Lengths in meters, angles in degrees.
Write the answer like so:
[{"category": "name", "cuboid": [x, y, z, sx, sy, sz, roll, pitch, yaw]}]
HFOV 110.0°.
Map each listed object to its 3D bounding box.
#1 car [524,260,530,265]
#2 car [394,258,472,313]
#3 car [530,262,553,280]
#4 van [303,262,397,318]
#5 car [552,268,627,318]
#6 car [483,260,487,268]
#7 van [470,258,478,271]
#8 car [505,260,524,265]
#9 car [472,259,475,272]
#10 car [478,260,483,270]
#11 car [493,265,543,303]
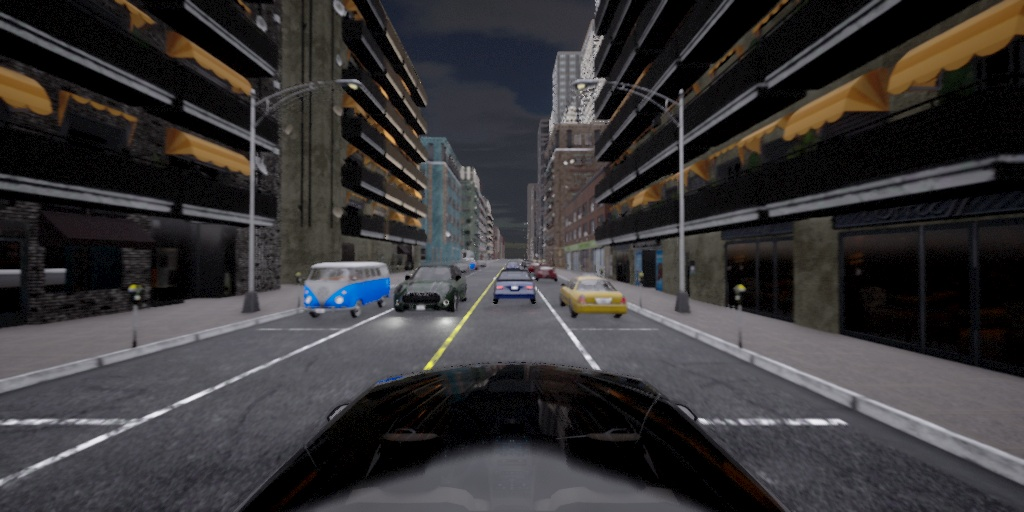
[{"category": "car", "cuboid": [2.695, 1.339, 40.331, 1.888, 1.381, 4.507, 0, 0, 0]}, {"category": "car", "cuboid": [-3.010, 1.113, 14.094, 2.097, 1.767, 4.553, 0, 0, 0]}, {"category": "car", "cuboid": [2.694, 1.361, 29.284, 1.802, 1.307, 4.207, 0, 0, 0]}, {"category": "van", "cuboid": [-5.688, 1.102, 12.726, 1.690, 1.789, 3.998, 0, 0, 0]}, {"category": "car", "cuboid": [2.694, 1.286, 12.884, 1.751, 1.417, 4.829, 0, 0, 0]}, {"category": "car", "cuboid": [-5.685, 1.392, 62.438, 1.948, 1.339, 4.313, 0, 0, 0]}, {"category": "van", "cuboid": [-5.686, 1.142, 45.868, 1.690, 1.789, 3.998, 0, 0, 0]}, {"category": "car", "cuboid": [0.104, 1.350, 46.701, 2.033, 1.411, 5.357, 0, 0, 0]}, {"category": "car", "cuboid": [-5.686, 1.360, 40.344, 1.948, 1.339, 4.313, 0, 0, 0]}, {"category": "car", "cuboid": [-5.686, 1.354, 51.391, 1.888, 1.381, 4.507, 0, 0, 0]}, {"category": "car", "cuboid": [0.102, 1.313, 16.773, 2.033, 1.411, 5.357, 0, 0, 0]}]
